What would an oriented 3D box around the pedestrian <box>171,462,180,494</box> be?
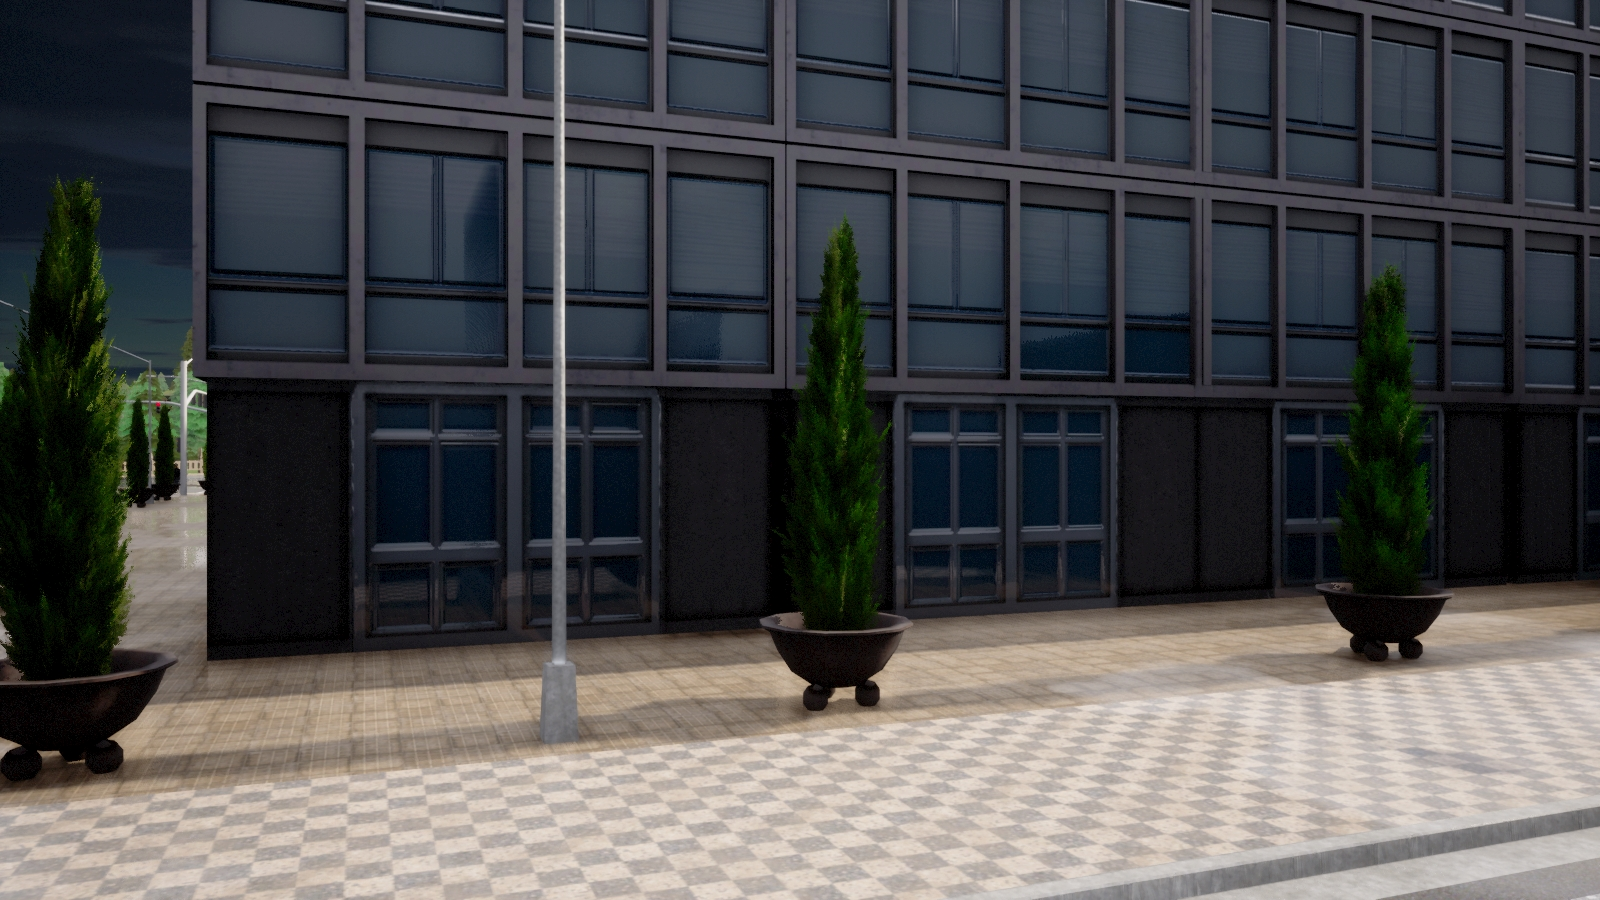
[{"bbox_3d":[-36.446,1.639,66.697,0.375,1.860,0.375,0,0,-10],"label":"pedestrian"}]
